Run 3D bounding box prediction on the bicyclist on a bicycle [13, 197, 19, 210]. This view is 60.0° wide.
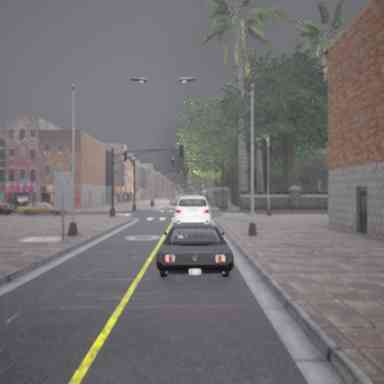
[{"bbox_3d":[-20.264,1.406,38.224,0.582,1.620,1.656,0,0,0],"label":"bicyclist on a bicycle"}]

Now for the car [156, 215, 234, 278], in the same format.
[{"bbox_3d":[0.070,1.612,10.137,1.895,1.301,4.718,0,0,0],"label":"car"}]

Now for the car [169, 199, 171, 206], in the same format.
[{"bbox_3d":[-2.989,1.703,58.298,1.895,1.301,4.718,0,0,0],"label":"car"}]

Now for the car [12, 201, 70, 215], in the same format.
[{"bbox_3d":[-14.544,1.601,32.602,4.829,1.417,1.752,0,0,0],"label":"car"}]

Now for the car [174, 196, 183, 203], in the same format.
[{"bbox_3d":[-2.985,1.656,73.865,1.812,1.442,4.674,0,0,0],"label":"car"}]

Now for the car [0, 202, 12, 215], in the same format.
[{"bbox_3d":[-20.166,1.405,32.577,5.009,1.841,2.192,0,0,0],"label":"car"}]

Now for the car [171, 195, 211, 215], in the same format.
[{"bbox_3d":[0.039,1.249,21.098,2.150,2.045,5.566,0,0,0],"label":"car"}]
